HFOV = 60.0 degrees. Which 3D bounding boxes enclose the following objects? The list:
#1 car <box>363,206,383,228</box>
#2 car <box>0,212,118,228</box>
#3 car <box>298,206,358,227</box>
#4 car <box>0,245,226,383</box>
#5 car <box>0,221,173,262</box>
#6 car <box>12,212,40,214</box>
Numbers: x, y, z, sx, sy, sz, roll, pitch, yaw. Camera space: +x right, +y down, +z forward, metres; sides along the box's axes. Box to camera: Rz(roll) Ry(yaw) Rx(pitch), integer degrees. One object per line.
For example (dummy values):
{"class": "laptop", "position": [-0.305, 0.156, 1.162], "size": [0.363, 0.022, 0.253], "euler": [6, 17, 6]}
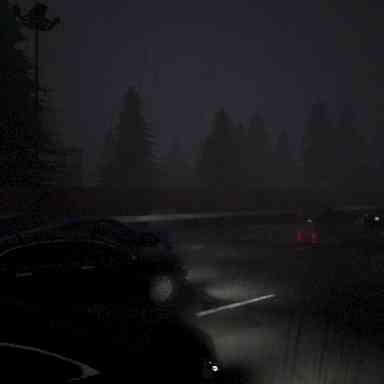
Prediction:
{"class": "car", "position": [13.012, 1.624, 21.631], "size": [4.181, 1.385, 1.994], "euler": [0, 0, -36]}
{"class": "car", "position": [-2.922, 1.487, 10.260], "size": [5.008, 1.535, 1.882], "euler": [0, 0, -36]}
{"class": "car", "position": [9.695, 1.656, 23.512], "size": [4.718, 1.301, 1.895], "euler": [0, 0, -35]}
{"class": "car", "position": [-1.939, 1.505, 2.363], "size": [4.892, 1.490, 1.837], "euler": [0, 0, -36]}
{"class": "car", "position": [-2.331, 1.509, 6.382], "size": [4.892, 1.490, 1.837], "euler": [0, 0, -36]}
{"class": "car", "position": [-5.765, 1.484, 12.532], "size": [5.008, 1.535, 1.882], "euler": [0, 0, -36]}
